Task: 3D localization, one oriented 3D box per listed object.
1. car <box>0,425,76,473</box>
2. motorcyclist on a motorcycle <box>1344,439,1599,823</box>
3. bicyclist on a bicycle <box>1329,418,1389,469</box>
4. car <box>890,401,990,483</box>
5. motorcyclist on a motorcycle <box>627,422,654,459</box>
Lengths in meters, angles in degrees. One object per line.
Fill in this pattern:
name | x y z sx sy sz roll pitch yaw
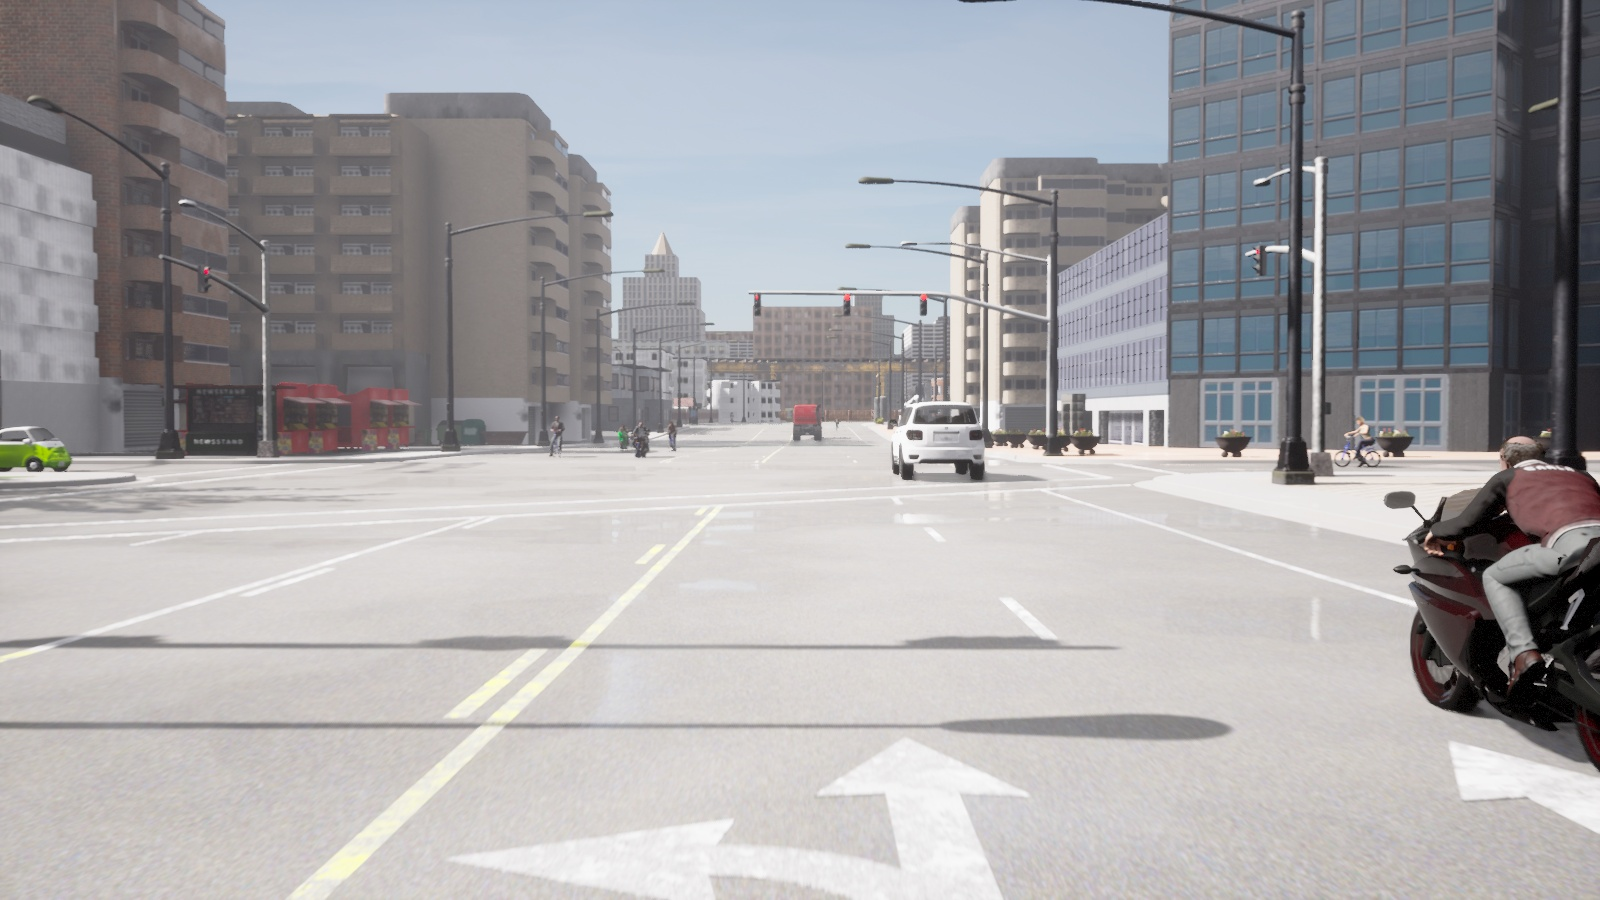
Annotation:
car | -22.835 -0.036 36.909 2.207 1.376 1.481 0 2 1
motorcyclist on a motorcycle | 3.550 0.716 6.099 0.866 1.530 2.191 0 0 0
bicyclist on a bicycle | 17.735 -0.212 39.859 1.509 1.612 0.866 0 2 1
car | 3.713 -0.274 34.388 2.150 2.045 5.566 0 1 0
motorcyclist on a motorcycle | -6.682 -0.396 52.779 0.866 1.530 2.191 0 1 0
